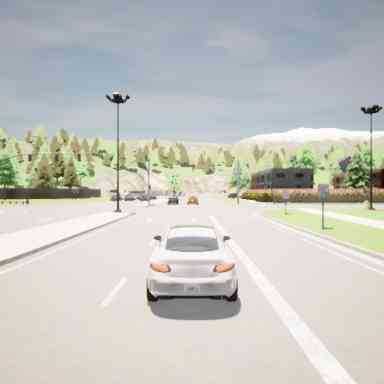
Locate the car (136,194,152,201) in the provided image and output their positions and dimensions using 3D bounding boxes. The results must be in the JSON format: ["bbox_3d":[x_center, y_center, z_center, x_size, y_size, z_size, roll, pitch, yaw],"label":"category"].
[{"bbox_3d":[-11.460,1.341,79.830,2.097,1.767,4.553,0,0,0],"label":"car"}]

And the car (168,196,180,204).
[{"bbox_3d":[-3.369,1.480,61.514,2.128,1.511,4.902,0,0,0],"label":"car"}]

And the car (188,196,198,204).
[{"bbox_3d":[0.131,1.466,62.728,1.882,1.535,5.008,0,0,0],"label":"car"}]

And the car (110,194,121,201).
[{"bbox_3d":[-18.460,1.341,80.502,2.097,1.767,4.553,0,0,0],"label":"car"}]

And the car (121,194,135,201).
[{"bbox_3d":[-14.960,1.526,79.817,2.033,1.411,5.357,0,0,0],"label":"car"}]

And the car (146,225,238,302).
[{"bbox_3d":[0.004,1.524,8.149,1.812,1.442,4.674,0,0,0],"label":"car"}]
